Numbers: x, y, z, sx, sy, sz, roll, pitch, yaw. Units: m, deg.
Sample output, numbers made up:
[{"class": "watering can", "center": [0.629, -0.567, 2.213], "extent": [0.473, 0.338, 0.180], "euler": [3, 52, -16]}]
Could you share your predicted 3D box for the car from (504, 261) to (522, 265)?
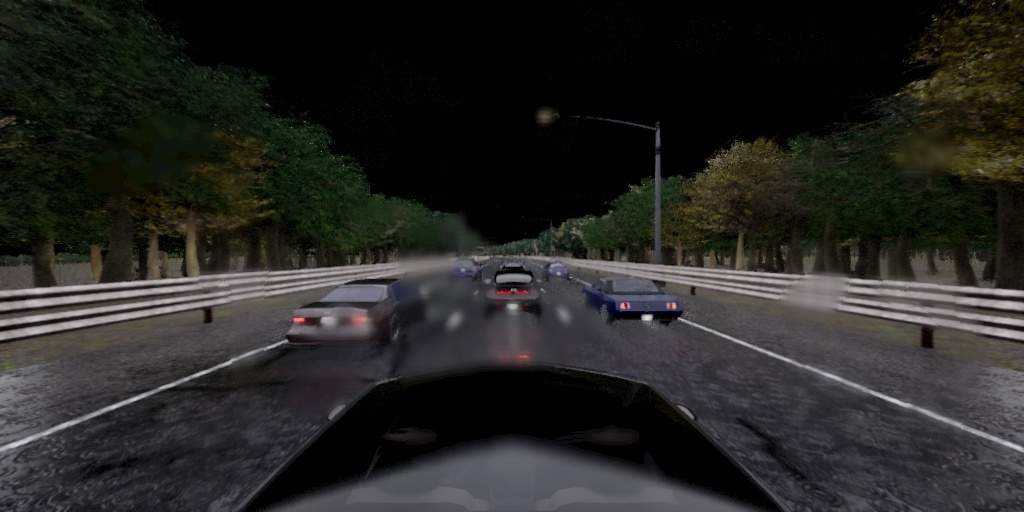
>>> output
[{"class": "car", "center": [0.071, 1.165, 28.047], "extent": [2.128, 1.511, 4.902], "euler": [0, 0, 0]}]

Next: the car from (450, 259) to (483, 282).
[{"class": "car", "center": [-3.431, 1.025, 27.755], "extent": [2.097, 1.767, 4.553], "euler": [0, 0, 0]}]

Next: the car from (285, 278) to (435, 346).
[{"class": "car", "center": [-3.455, 1.279, 9.329], "extent": [2.033, 1.411, 5.357], "euler": [0, 0, 1]}]

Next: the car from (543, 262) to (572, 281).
[{"class": "car", "center": [3.576, 1.195, 28.990], "extent": [1.812, 1.442, 4.674], "euler": [0, 0, 0]}]

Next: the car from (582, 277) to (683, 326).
[{"class": "car", "center": [3.563, 1.326, 11.621], "extent": [1.895, 1.301, 4.718], "euler": [0, 0, 0]}]

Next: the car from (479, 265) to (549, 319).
[{"class": "car", "center": [0.068, 1.227, 12.695], "extent": [1.837, 1.490, 4.892], "euler": [0, 0, 0]}]
